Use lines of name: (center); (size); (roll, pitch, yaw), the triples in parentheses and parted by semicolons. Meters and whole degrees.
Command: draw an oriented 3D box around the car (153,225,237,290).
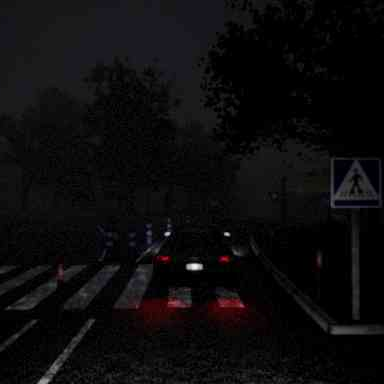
car: (0.137, 1.610, 9.261); (1.994, 1.385, 4.181); (0, 0, 2)

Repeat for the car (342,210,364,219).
car: (21.538, 3.052, 44.772); (1.895, 1.301, 4.718); (0, -2, 15)
